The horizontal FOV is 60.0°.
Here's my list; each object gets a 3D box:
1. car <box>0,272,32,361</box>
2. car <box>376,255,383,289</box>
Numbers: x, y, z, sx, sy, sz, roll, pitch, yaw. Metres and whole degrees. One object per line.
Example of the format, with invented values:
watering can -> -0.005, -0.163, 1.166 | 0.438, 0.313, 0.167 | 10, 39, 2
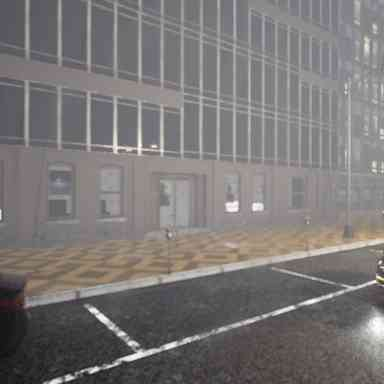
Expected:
car -> -4.121, 1.564, 3.620 | 4.313, 1.339, 1.947 | 0, 0, -35
car -> 6.209, 1.518, 7.789 | 4.892, 1.490, 1.837 | 0, 0, -35
